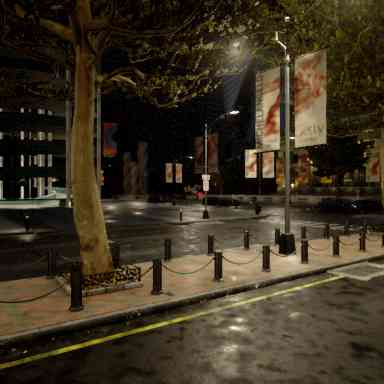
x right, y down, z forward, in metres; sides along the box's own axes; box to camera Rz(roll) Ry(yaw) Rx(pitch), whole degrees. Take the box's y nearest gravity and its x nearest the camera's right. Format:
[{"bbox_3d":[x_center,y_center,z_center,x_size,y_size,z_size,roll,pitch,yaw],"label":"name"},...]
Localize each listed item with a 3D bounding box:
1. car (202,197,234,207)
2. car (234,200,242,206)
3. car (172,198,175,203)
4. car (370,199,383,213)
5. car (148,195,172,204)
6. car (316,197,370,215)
[{"bbox_3d":[3.579,1.478,50.248,1.882,1.535,5.008,0,1,-35],"label":"car"},{"bbox_3d":[5.611,1.547,53.445,2.033,1.411,5.357,0,0,-35],"label":"car"},{"bbox_3d":[-5.447,1.525,67.797,4.674,1.442,1.812,0,0,45],"label":"car"},{"bbox_3d":[18.954,1.505,34.535,1.837,1.490,4.892,0,0,-35],"label":"car"},{"bbox_3d":[-6.481,1.351,63.592,2.097,1.767,4.553,0,0,-43],"label":"car"},{"bbox_3d":[15.108,1.351,33.917,2.097,1.767,4.553,0,0,-35],"label":"car"}]
